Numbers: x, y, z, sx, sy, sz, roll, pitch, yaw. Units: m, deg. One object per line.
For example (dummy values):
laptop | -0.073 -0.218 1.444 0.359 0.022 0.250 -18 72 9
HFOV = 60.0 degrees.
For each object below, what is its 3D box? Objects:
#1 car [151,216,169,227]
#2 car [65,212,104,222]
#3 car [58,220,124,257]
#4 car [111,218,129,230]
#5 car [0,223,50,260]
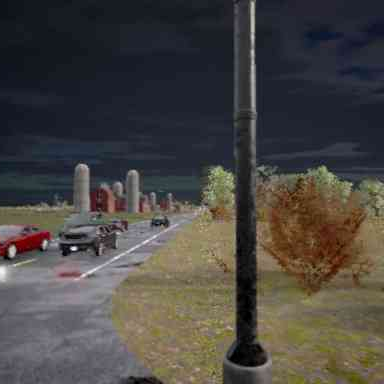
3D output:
car | -4.290 3.954 45.092 1.882 1.535 5.008 0 -3 2
car | -8.555 2.641 26.415 2.150 2.045 5.566 0 -3 2
car | -5.187 2.412 17.286 1.837 1.490 4.892 -1 -3 2
car | -8.244 3.551 36.462 1.994 1.385 4.181 0 -3 2
car | -8.865 2.337 16.463 1.882 1.535 5.008 0 -3 2
